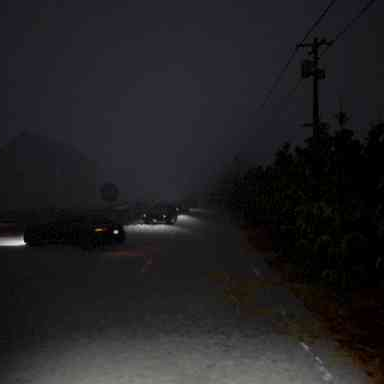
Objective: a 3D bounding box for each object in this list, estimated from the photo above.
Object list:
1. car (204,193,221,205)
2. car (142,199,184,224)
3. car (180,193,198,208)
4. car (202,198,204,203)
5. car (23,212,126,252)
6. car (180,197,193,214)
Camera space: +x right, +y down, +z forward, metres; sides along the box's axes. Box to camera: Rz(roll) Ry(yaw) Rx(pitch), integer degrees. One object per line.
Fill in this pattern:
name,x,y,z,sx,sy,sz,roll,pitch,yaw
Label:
car,3.672,1.144,55.614,2.150,2.045,5.566,0,0,5
car,-2.205,1.513,24.980,2.033,1.411,5.357,0,0,7
car,-0.425,1.158,46.648,2.150,2.045,5.566,0,0,5
car,3.689,1.472,67.161,1.994,1.385,4.181,0,0,-25
car,-4.881,1.545,13.815,4.181,1.385,1.994,0,0,22
car,-1.350,1.553,35.112,1.895,1.301,4.718,0,0,5
